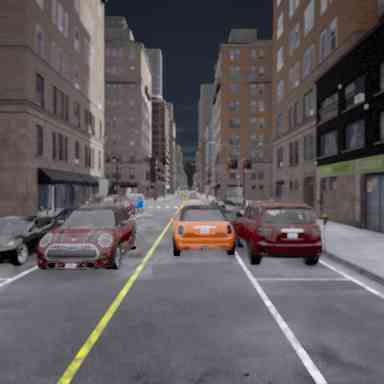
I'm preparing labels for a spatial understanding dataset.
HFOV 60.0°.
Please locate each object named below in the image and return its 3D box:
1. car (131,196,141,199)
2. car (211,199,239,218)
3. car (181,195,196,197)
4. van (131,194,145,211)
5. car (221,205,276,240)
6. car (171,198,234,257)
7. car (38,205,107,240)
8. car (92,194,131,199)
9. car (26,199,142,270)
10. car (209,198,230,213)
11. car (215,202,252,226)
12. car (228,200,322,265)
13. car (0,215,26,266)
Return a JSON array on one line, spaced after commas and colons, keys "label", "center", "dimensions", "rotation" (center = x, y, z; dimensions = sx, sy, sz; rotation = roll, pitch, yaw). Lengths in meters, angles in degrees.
[{"label": "car", "center": [-5.819, 1.330, 28.017], "dimensions": [1.887, 1.381, 4.507], "rotation": [0, 0, 0]}, {"label": "car", "center": [2.706, 1.352, 28.009], "dimensions": [1.947, 1.339, 4.313], "rotation": [0, 0, 0]}, {"label": "car", "center": [0.108, 1.291, 33.584], "dimensions": [2.033, 1.411, 5.357], "rotation": [0, 0, 1]}, {"label": "van", "center": [-5.811, 1.083, 33.601], "dimensions": [1.690, 1.788, 3.998], "rotation": [0, 0, 0]}, {"label": "car", "center": [2.692, 1.423, 16.840], "dimensions": [2.008, 1.369, 4.403], "rotation": [0, 0, 0]}, {"label": "car", "center": [0.289, 1.255, 12.771], "dimensions": [2.097, 1.767, 4.553], "rotation": [0, 0, -4]}, {"label": "car", "center": [-5.834, 1.437, 16.846], "dimensions": [1.947, 1.339, 4.313], "rotation": [0, 0, 0]}, {"label": "car", "center": [-5.825, 1.143, 22.429], "dimensions": [2.192, 1.841, 5.009], "rotation": [0, 0, 0]}, {"label": "car", "center": [-3.086, 1.270, 10.716], "dimensions": [2.097, 1.767, 4.553], "rotation": [0, 0, 0]}, {"label": "car", "center": [2.713, 1.325, 33.594], "dimensions": [1.802, 1.307, 4.206], "rotation": [0, 0, 0]}, {"label": "car", "center": [2.699, 1.395, 22.424], "dimensions": [1.947, 1.339, 4.313], "rotation": [0, 0, 0]}, {"label": "car", "center": [2.685, 1.230, 11.253], "dimensions": [2.192, 1.841, 5.009], "rotation": [0, 0, 0]}, {"label": "car", "center": [-5.841, 1.480, 11.260], "dimensions": [1.947, 1.339, 4.313], "rotation": [0, 0, 0]}]
